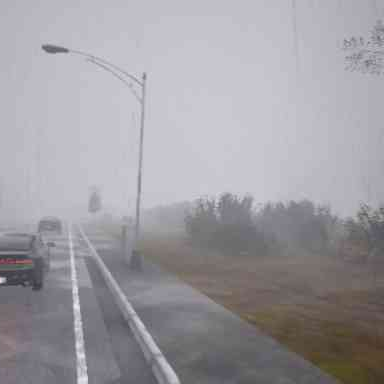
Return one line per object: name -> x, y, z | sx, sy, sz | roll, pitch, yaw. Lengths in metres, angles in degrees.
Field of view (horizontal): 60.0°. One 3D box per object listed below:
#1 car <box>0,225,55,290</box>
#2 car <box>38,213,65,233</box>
car -> -5.474, 1.992, 10.287 | 1.837, 1.490, 4.892 | 4, -4, -20
car -> -13.299, 3.001, 31.238 | 1.882, 1.535, 5.008 | 4, -4, -20
